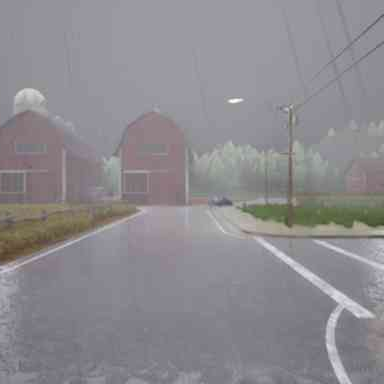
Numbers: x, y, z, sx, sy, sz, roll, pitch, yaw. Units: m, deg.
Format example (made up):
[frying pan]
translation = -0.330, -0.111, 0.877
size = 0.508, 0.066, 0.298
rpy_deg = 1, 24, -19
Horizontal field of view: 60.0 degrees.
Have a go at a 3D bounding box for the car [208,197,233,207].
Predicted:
[car]
translation = 4.102, 1.378, 47.763
size = 1.812, 1.442, 4.674
rpy_deg = 0, 0, 37
